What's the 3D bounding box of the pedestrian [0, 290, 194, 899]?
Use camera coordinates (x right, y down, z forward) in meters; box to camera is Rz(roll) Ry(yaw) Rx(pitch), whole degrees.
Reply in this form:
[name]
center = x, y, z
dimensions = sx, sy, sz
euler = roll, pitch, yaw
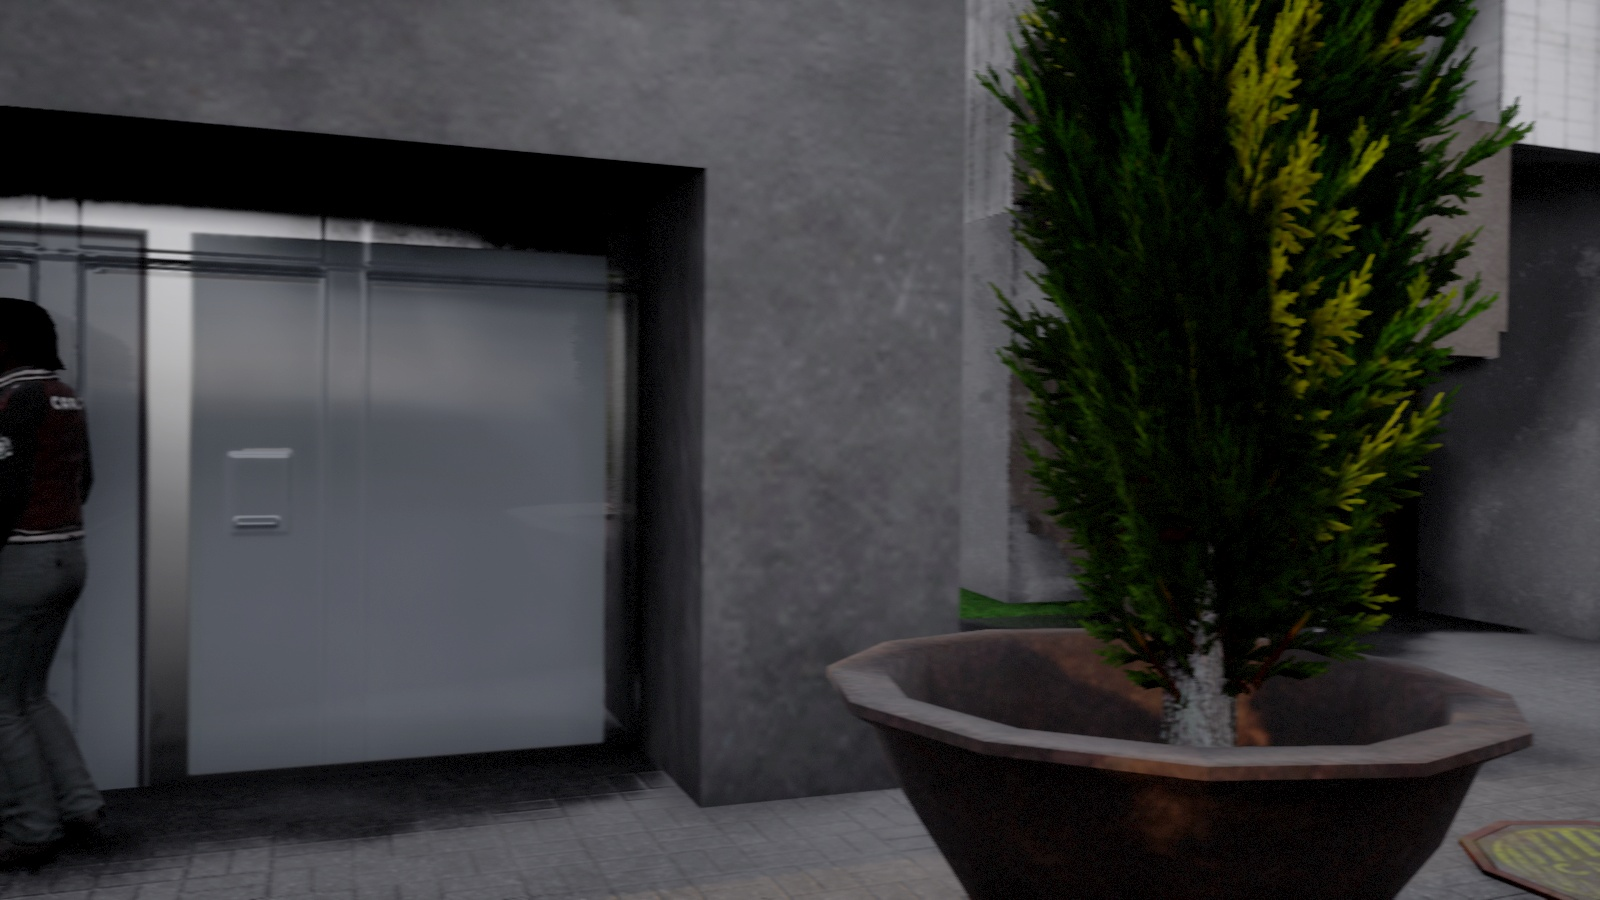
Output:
[pedestrian]
center = -2.424, 0.467, 4.105
dimensions = 0.666, 1.930, 0.402
euler = -1, 1, -4
